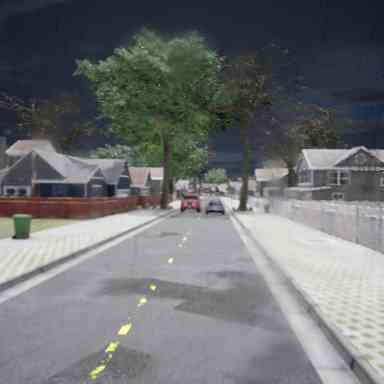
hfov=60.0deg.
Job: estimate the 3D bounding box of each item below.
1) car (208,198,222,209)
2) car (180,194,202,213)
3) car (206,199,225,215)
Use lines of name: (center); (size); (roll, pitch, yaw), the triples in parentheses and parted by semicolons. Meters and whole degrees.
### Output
car: (3.293, 1.663, 47.235); (1.994, 1.385, 4.181); (1, 0, 5)
car: (-0.068, 1.261, 38.995); (2.150, 2.045, 5.566); (1, 0, 4)
car: (2.488, 1.639, 35.420); (1.994, 1.385, 4.181); (1, 0, 5)
